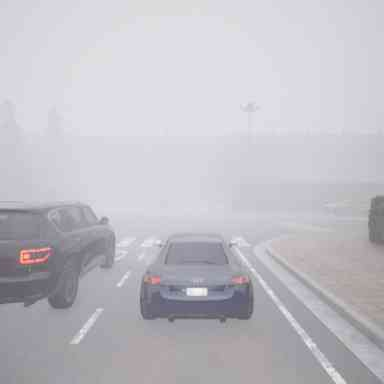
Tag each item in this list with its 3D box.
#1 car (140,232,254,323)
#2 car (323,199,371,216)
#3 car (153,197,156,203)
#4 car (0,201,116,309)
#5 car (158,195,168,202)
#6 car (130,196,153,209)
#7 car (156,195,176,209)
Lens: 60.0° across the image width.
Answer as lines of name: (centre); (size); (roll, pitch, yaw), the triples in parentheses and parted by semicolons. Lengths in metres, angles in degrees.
car: (0.082, 1.562, 7.315); (1.994, 1.385, 4.181); (0, 0, 0)
car: (14.986, 1.414, 31.458); (5.008, 1.535, 1.882); (0, 0, 0)
car: (-7.027, 1.584, 64.536); (1.895, 1.301, 4.718); (0, 0, 0)
car: (-3.408, 1.219, 7.976); (2.150, 2.045, 5.566); (0, 0, 0)
car: (-6.898, 1.492, 79.300); (1.812, 1.442, 4.674); (0, 0, 2)
car: (-7.093, 1.340, 45.704); (2.097, 1.767, 4.553); (0, 0, 0)
car: (-3.405, 1.339, 46.180); (2.097, 1.767, 4.553); (0, 0, 0)
